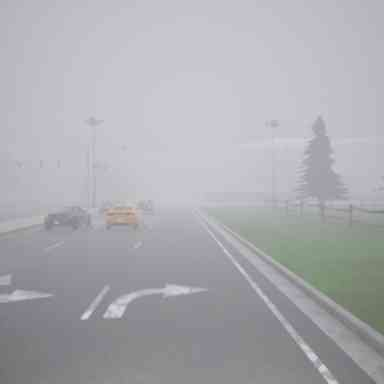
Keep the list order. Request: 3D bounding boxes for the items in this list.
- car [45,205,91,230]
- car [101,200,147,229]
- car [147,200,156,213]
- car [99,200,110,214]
[{"bbox_3d":[-7.800,1.566,21.172,1.812,1.442,4.674,0,0,-3],"label":"car"},{"bbox_3d":[-4.330,1.496,21.887,1.882,1.535,5.008,0,0,-3],"label":"car"},{"bbox_3d":[-5.022,1.565,36.407,2.033,1.411,5.357,0,0,-3],"label":"car"},{"bbox_3d":[-8.468,1.586,35.251,2.033,1.411,5.357,0,0,-3],"label":"car"}]
